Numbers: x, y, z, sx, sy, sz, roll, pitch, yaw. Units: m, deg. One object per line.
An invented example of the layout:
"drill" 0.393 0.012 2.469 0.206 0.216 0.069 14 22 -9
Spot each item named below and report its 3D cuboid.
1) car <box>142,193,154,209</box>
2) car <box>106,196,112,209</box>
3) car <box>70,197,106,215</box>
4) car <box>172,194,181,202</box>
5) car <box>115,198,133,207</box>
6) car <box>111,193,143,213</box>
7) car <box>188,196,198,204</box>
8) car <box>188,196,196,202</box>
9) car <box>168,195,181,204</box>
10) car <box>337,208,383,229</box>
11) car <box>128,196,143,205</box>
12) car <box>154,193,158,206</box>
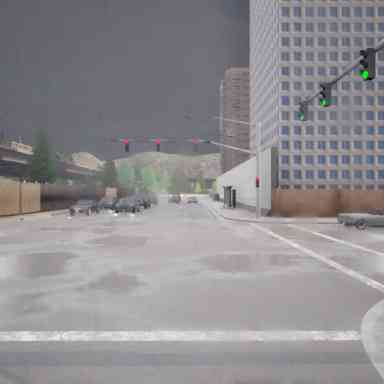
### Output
"car" -7.078 1.221 46.200 2.150 2.045 5.566 0 0 0
"car" -10.586 1.352 42.113 2.097 1.767 4.553 0 0 0
"car" -10.599 1.492 33.217 2.128 1.511 4.902 0 0 1
"car" -3.491 1.305 74.449 1.882 1.535 5.008 0 0 0
"car" -10.581 1.601 51.907 1.895 1.301 4.718 0 0 0
"car" -7.083 1.352 36.764 2.097 1.767 4.553 0 0 0
"car" 0.104 1.601 64.586 1.895 1.301 4.718 0 0 0
"car" 0.010 1.595 74.828 1.895 1.301 4.718 0 0 0
"car" -3.492 1.601 64.257 1.895 1.301 4.718 0 0 0
"car" 11.856 1.656 21.162 4.718 1.301 1.895 0 0 0
"car" -10.551 1.478 62.126 1.882 1.535 5.008 0 0 0
"car" -7.057 1.221 56.929 2.150 2.045 5.566 0 0 0
